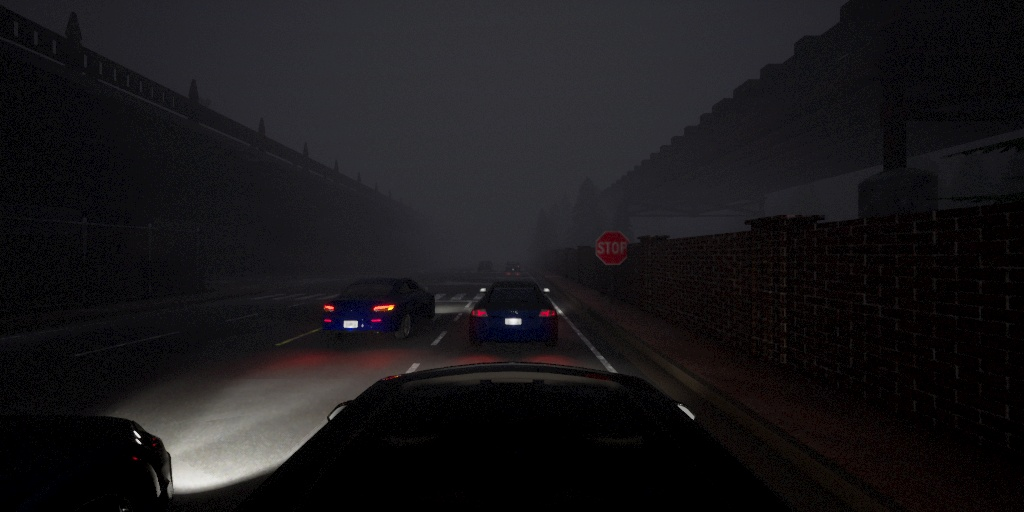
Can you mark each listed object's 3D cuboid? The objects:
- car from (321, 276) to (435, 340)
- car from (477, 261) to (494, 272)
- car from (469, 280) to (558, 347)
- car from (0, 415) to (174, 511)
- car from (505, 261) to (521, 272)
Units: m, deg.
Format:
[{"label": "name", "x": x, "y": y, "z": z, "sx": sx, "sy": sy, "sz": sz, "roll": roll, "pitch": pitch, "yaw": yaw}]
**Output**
[{"label": "car", "x": -3.412, "y": 1.276, "z": 9.880, "sx": 1.812, "sy": 1.442, "sz": 4.674, "roll": 0, "pitch": 0, "yaw": 0}, {"label": "car", "x": -3.393, "y": 1.297, "z": 46.000, "sx": 2.033, "sy": 1.411, "sz": 5.357, "roll": 0, "pitch": 0, "yaw": -1}, {"label": "car", "x": 0.069, "y": 1.314, "z": 9.357, "sx": 1.994, "sy": 1.385, "sz": 4.181, "roll": 0, "pitch": 0, "yaw": 1}, {"label": "car", "x": -3.399, "y": 1.314, "z": 0.784, "sx": 1.994, "sy": 1.385, "sz": 4.181, "roll": 0, "pitch": 0, "yaw": 0}, {"label": "car", "x": 0.102, "y": 1.351, "z": 46.168, "sx": 1.895, "sy": 1.301, "sz": 4.718, "roll": 0, "pitch": 0, "yaw": -1}]
